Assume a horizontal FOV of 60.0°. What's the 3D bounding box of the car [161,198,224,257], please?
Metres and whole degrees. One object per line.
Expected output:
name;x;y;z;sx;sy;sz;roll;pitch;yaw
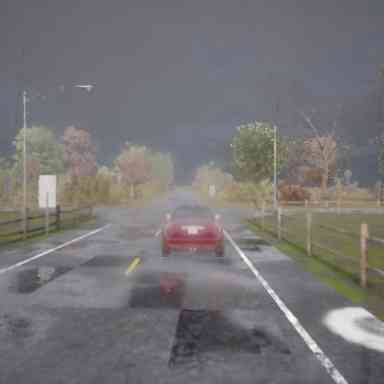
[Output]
car;0.043;1.283;12.837;2.097;1.767;4.553;0;0;0

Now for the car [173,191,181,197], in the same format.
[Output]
car;-4.118;0.618;90.446;2.128;1.511;4.902;0;0;-1

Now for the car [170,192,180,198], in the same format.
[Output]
car;-3.895;0.883;74.668;2.097;1.767;4.553;0;0;-1
